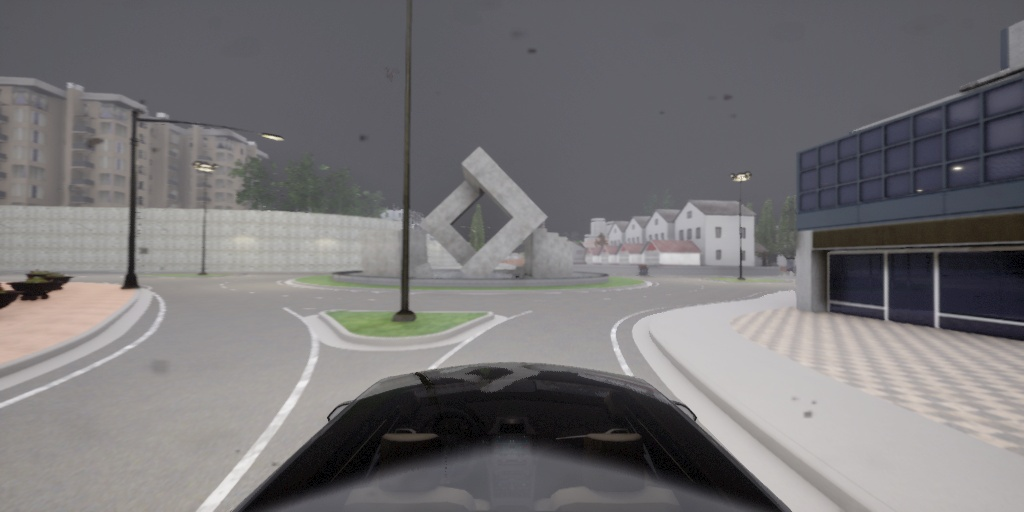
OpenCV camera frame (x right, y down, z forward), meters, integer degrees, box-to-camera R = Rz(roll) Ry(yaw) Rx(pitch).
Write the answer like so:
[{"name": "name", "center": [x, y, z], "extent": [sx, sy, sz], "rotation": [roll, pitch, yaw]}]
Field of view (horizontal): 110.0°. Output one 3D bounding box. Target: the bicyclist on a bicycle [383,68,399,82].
[{"name": "bicyclist on a bicycle", "center": [-13.707, -20.465, 40.472], "extent": [1.656, 1.620, 0.582], "rotation": [5, -11, -10]}]

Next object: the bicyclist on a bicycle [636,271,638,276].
[{"name": "bicyclist on a bicycle", "center": [19.276, 2.119, 52.786], "extent": [1.656, 1.620, 0.582], "rotation": [1, -1, -32]}]

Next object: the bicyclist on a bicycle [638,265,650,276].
[{"name": "bicyclist on a bicycle", "center": [19.536, 2.116, 52.358], "extent": [1.656, 1.620, 0.582], "rotation": [1, -1, -31]}]
